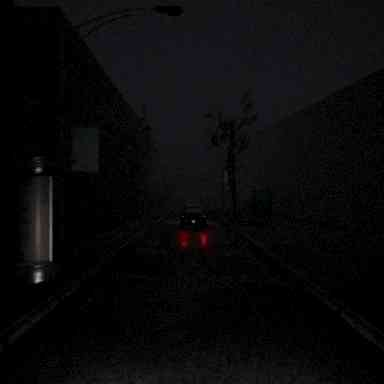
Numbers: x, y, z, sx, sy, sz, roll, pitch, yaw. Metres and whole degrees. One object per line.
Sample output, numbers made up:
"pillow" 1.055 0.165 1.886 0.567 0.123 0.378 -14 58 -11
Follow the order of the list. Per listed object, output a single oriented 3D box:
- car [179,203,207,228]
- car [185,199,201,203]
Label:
"car" 0.084 1.755 23.929 1.812 1.442 4.674 0 0 0
"car" 0.098 1.608 41.454 1.882 1.535 5.008 0 1 0
